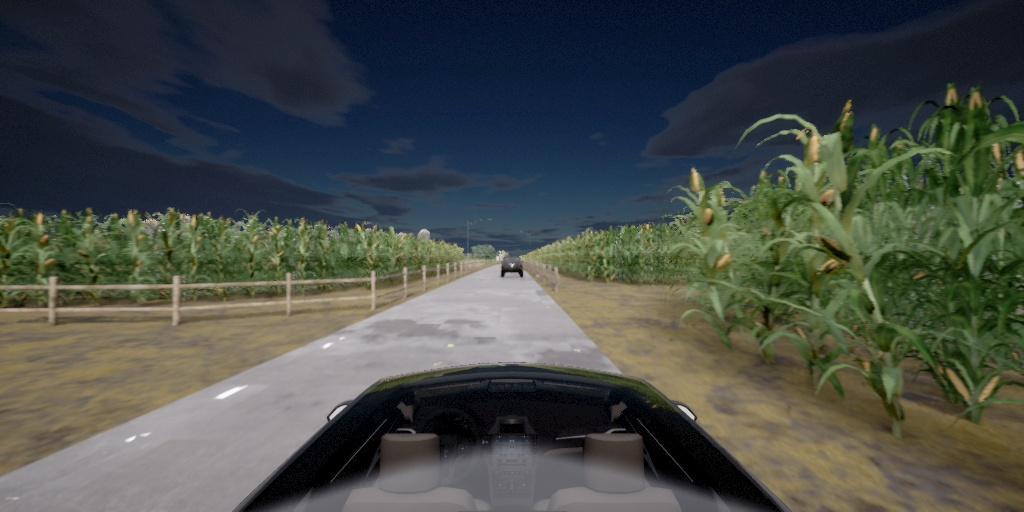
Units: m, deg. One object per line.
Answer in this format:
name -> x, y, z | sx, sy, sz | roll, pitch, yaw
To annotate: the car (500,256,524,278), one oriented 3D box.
car -> 0.003, 1.015, 35.361 | 2.150, 2.045, 5.566 | 0, 0, 0
